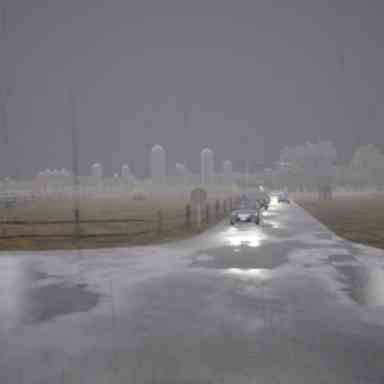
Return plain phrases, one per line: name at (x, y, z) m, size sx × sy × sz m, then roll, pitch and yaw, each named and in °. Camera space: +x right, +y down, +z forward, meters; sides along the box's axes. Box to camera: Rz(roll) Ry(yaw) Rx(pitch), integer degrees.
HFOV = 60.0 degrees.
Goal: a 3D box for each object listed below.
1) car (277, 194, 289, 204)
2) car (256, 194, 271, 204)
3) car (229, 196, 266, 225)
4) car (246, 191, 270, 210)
car at (13.857, 1.008, 50.707) m, size 2.033 × 1.411 × 5.357 m, roll -1°, pitch 0°, yaw 14°
car at (11.289, 1.059, 52.325) m, size 1.994 × 1.385 × 4.181 m, roll -1°, pitch 0°, yaw 15°
car at (3.621, 1.307, 22.159) m, size 2.128 × 1.511 × 4.902 m, roll -1°, pitch 0°, yaw 14°
car at (7.369, 0.885, 37.082) m, size 2.150 × 2.045 × 5.566 m, roll -1°, pitch 0°, yaw 15°
